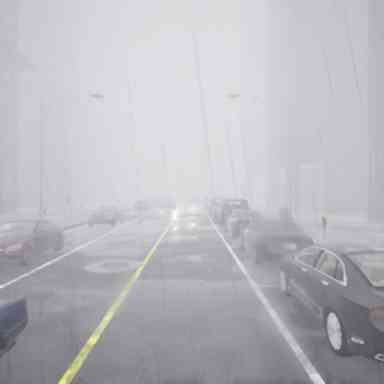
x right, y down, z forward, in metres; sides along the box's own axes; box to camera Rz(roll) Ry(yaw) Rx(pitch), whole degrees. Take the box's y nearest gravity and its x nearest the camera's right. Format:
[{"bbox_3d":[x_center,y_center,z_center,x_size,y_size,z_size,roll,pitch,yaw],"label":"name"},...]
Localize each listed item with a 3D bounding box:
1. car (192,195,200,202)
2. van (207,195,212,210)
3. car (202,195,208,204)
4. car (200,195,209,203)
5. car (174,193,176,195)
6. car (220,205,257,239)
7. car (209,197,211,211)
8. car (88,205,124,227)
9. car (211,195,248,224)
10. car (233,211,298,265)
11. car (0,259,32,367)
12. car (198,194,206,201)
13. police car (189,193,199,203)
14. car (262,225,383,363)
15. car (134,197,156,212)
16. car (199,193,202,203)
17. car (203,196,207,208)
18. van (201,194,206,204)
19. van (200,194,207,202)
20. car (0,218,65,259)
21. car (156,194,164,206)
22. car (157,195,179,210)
[{"bbox_3d":[0.868,1.538,80.538,1.837,1.490,4.892,0,0,0],"label":"car"},{"bbox_3d":[2.752,1.346,34.011,1.690,1.788,3.998,0,0,0],"label":"van"},{"bbox_3d":[2.747,1.535,45.454,1.752,1.417,4.829,0,0,0],"label":"car"},{"bbox_3d":[2.736,1.468,73.467,1.967,1.590,4.097,0,0,0],"label":"car"},{"bbox_3d":[-5.794,1.476,84.728,1.967,1.590,4.097,0,0,0],"label":"car"},{"bbox_3d":[2.758,1.567,17.101,1.947,1.339,4.313,0,0,0],"label":"car"},{"bbox_3d":[2.754,1.444,28.375,1.967,1.590,4.097,0,0,0],"label":"car"},{"bbox_3d":[-5.769,1.584,22.728,1.802,1.307,4.206,0,0,0],"label":"car"},{"bbox_3d":[2.757,1.317,22.738,2.192,1.841,5.009,0,0,0],"label":"car"},{"bbox_3d":[2.760,1.566,11.464,1.947,1.339,4.313,0,0,0],"label":"car"},{"bbox_3d":[-3.103,1.600,2.199,1.895,1.301,4.718,0,0,0],"label":"car"},{"bbox_3d":[2.730,1.355,90.378,2.192,1.841,5.009,0,0,0],"label":"car"},{"bbox_3d":[0.872,1.451,70.647,1.930,1.638,5.238,0,0,0],"label":"police car"},{"bbox_3d":[2.763,1.550,5.828,2.008,1.369,4.403,0,0,0],"label":"car"},{"bbox_3d":[-5.776,1.572,39.638,1.947,1.339,4.313,0,0,0],"label":"car"},{"bbox_3d":[2.740,1.460,62.194,1.967,1.590,4.097,0,0,0],"label":"car"},{"bbox_3d":[2.749,1.558,39.648,2.008,1.369,4.403,0,0,0],"label":"car"},{"bbox_3d":[2.745,1.353,50.921,1.690,1.788,3.998,0,0,0],"label":"van"},{"bbox_3d":[2.734,1.373,79.104,1.690,1.788,3.998,0,0,0],"label":"van"},{"bbox_3d":[-5.765,1.582,11.456,1.802,1.307,4.206,0,0,0],"label":"car"},{"bbox_3d":[-5.780,1.452,50.910,1.967,1.590,4.097,0,0,0],"label":"car"},{"bbox_3d":[-3.106,1.486,44.267,1.882,1.535,5.008,0,0,0],"label":"car"}]
